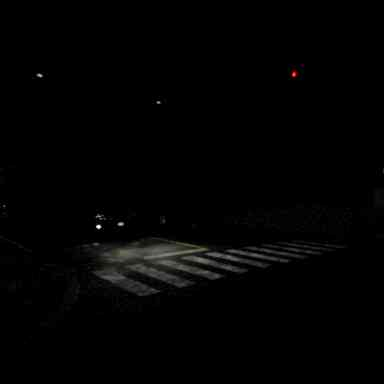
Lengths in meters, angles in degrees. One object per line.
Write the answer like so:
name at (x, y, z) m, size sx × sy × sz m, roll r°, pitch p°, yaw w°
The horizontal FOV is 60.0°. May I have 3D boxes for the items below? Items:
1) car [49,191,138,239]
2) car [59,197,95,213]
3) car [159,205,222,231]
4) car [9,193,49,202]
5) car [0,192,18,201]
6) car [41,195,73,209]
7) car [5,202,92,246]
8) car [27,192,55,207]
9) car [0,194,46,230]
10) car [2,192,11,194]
car at (-4.864, 0.990, 16.393) m, size 2.150 × 2.045 × 5.566 m, roll 1°, pitch 0°, yaw -41°
car at (-10.997, 1.158, 31.744) m, size 1.802 × 1.307 × 4.206 m, roll 1°, pitch 0°, yaw -41°
car at (-0.136, 1.387, 19.317) m, size 1.947 × 1.339 × 4.313 m, roll 1°, pitch 0°, yaw -41°
car at (-11.717, 1.090, 24.231) m, size 1.882 × 1.535 × 5.008 m, roll 1°, pitch 0°, yaw -41°
car at (-29.098, 0.718, 52.454) m, size 2.008 × 1.369 × 4.403 m, roll 1°, pitch 0°, yaw -41°
car at (-14.617, 1.060, 35.886) m, size 1.947 × 1.339 × 4.313 m, roll 1°, pitch 0°, yaw -41°
car at (-6.178, 1.328, 14.034) m, size 1.947 × 1.339 × 4.313 m, roll 1°, pitch 0°, yaw -41°
car at (-18.236, 0.853, 40.027) m, size 1.967 × 1.590 × 4.097 m, roll 1°, pitch 0°, yaw -41°
car at (-9.797, 1.121, 18.175) m, size 1.967 × 1.590 × 4.097 m, roll 1°, pitch 0°, yaw -41°
car at (-18.564, 0.963, 32.087) m, size 1.837 × 1.490 × 4.892 m, roll 1°, pitch 0°, yaw -41°
